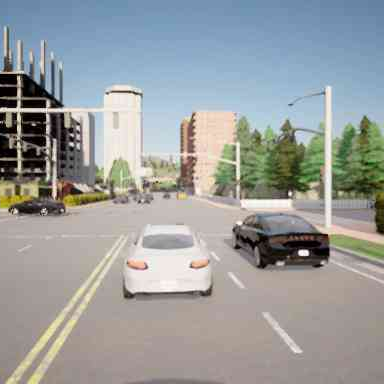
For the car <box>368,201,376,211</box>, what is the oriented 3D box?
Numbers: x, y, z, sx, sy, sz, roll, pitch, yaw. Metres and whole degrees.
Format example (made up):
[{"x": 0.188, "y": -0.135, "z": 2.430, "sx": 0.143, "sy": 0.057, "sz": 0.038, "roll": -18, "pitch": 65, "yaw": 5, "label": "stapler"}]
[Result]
[{"x": 20.807, "y": 1.228, "z": 34.370, "sx": 4.902, "sy": 1.511, "sz": 2.128, "roll": 0, "pitch": 0, "yaw": -3, "label": "car"}]

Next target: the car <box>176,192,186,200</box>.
[{"x": -2.337, "y": 0.934, "z": 77.054, "sx": 1.882, "sy": 1.535, "sz": 5.008, "roll": 0, "pitch": 0, "yaw": -4, "label": "car"}]

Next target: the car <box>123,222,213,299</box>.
[{"x": -0.617, "y": 1.468, "z": 8.251, "sx": 1.812, "sy": 1.442, "sz": 4.674, "roll": 0, "pitch": 0, "yaw": -5, "label": "car"}]

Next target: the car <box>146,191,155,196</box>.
[{"x": -8.687, "y": 1.034, "z": 68.170, "sx": 1.837, "sy": 1.490, "sz": 4.892, "roll": 0, "pitch": 0, "yaw": -4, "label": "car"}]

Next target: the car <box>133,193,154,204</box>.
[{"x": -7.580, "y": 1.132, "z": 52.597, "sx": 2.128, "sy": 1.511, "sz": 4.902, "roll": 0, "pitch": 0, "yaw": -4, "label": "car"}]

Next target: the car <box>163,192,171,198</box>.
[{"x": -6.549, "y": 0.783, "z": 86.335, "sx": 1.994, "sy": 1.385, "sz": 4.181, "roll": 0, "pitch": 0, "yaw": -4, "label": "car"}]

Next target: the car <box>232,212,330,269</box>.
[{"x": 2.638, "y": 1.397, "z": 10.998, "sx": 1.882, "sy": 1.535, "sz": 5.008, "roll": 0, "pitch": 0, "yaw": -5, "label": "car"}]

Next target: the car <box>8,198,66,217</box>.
[{"x": -13.407, "y": 1.318, "z": 28.744, "sx": 4.892, "sy": 1.490, "sz": 1.837, "roll": 0, "pitch": -1, "yaw": 12, "label": "car"}]

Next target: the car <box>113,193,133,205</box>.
[{"x": -11.052, "y": 1.195, "z": 52.113, "sx": 2.033, "sy": 1.411, "sz": 5.357, "roll": 0, "pitch": 0, "yaw": -4, "label": "car"}]

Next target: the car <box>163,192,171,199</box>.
[{"x": -5.901, "y": 0.981, "z": 77.767, "sx": 2.128, "sy": 1.511, "sz": 4.902, "roll": 0, "pitch": 0, "yaw": -4, "label": "car"}]

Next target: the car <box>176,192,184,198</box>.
[{"x": -3.059, "y": 0.703, "z": 86.598, "sx": 1.882, "sy": 1.535, "sz": 5.008, "roll": 0, "pitch": 0, "yaw": -4, "label": "car"}]
